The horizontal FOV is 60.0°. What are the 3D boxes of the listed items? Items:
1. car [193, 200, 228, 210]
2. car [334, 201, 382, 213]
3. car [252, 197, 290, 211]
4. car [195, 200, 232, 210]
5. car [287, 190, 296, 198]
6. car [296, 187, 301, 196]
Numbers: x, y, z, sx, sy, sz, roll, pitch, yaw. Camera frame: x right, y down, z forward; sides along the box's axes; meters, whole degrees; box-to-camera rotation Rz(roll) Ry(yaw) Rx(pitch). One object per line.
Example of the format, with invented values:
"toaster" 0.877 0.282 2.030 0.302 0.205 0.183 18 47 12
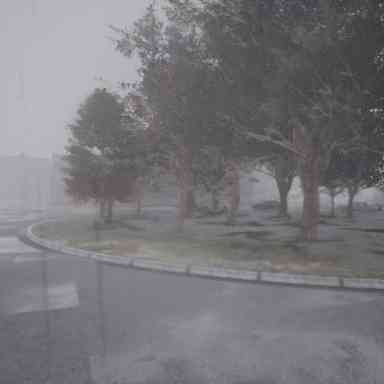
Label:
"car" 2.583 1.798 47.324 4.718 1.301 1.895 1 0 -11
"car" 21.262 1.921 42.673 5.357 1.411 2.033 0 0 40
"car" 10.289 1.787 44.221 4.674 1.442 1.812 1 0 10
"car" 2.925 1.711 44.054 4.674 1.442 1.812 1 0 -12
"car" 21.906 0.649 76.625 1.946 1.575 5.366 0 3 29
"car" 24.595 0.368 81.442 1.946 1.575 5.366 0 3 29
